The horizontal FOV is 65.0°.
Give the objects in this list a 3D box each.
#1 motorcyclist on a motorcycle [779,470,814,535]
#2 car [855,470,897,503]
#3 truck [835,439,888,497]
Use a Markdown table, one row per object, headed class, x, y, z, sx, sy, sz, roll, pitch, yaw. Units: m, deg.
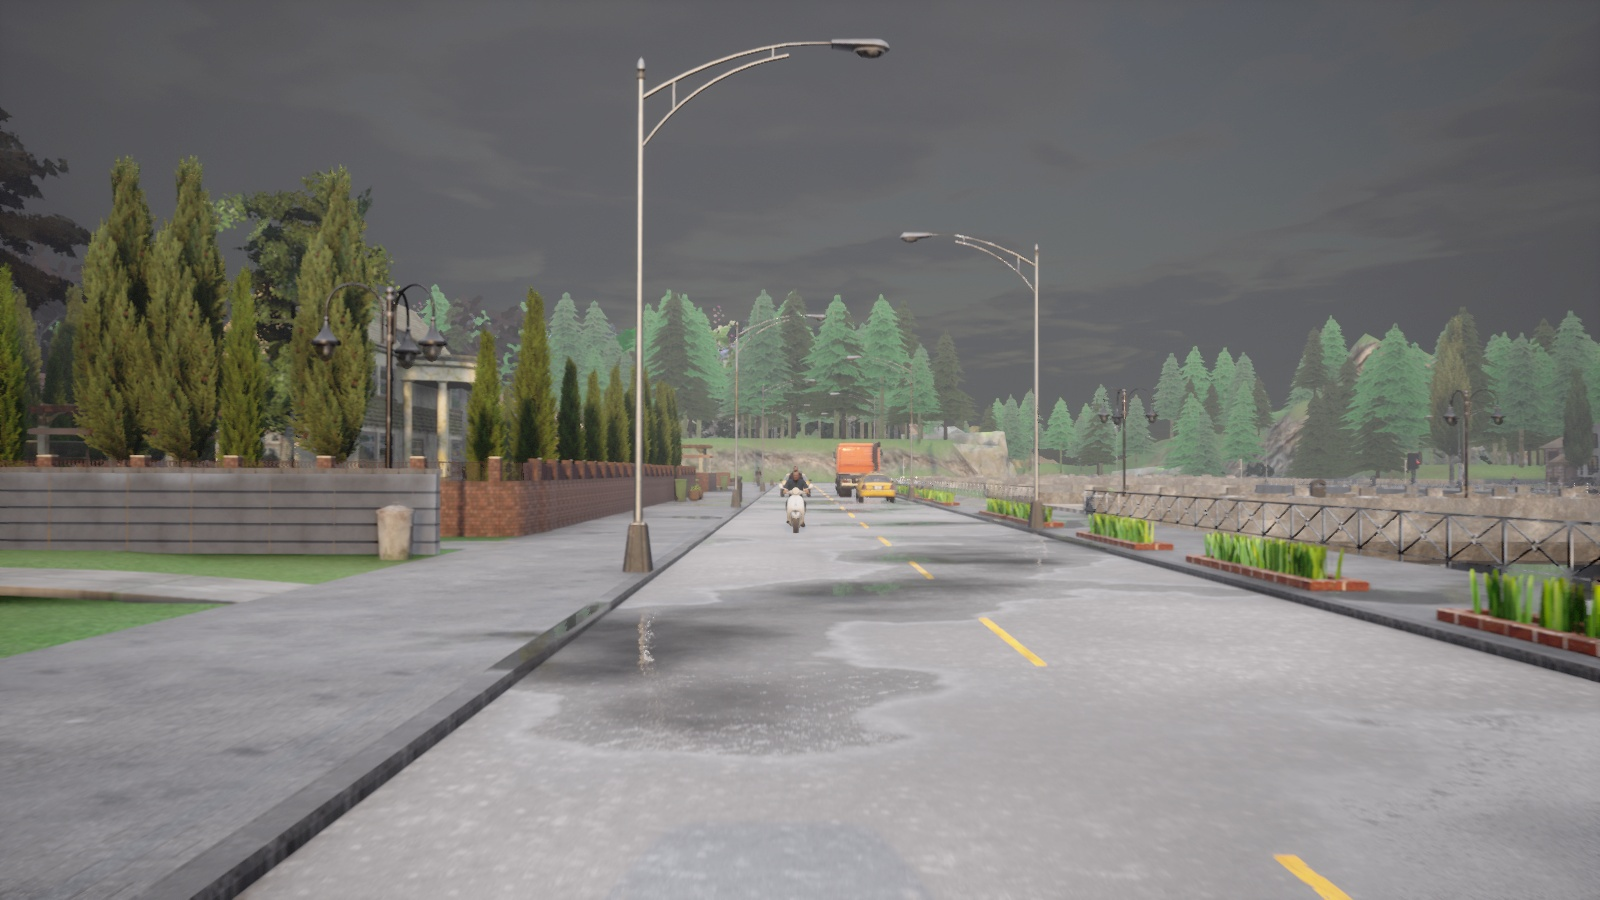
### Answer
| class | x | y | z | sx | sy | sz | roll | pitch | yaw |
| --- | --- | --- | --- | --- | --- | --- | --- | --- | --- |
| motorcyclist on a motorcycle | -0.090 | 1.299 | 31.704 | 0.866 | 1.590 | 1.817 | 0 | -1 | 0 |
| car | 3.811 | 1.804 | 63.637 | 1.801 | 1.575 | 5.366 | 0 | -1 | 0 |
| truck | 3.763 | 1.136 | 78.736 | 2.891 | 3.462 | 7.936 | 0 | -1 | 0 |
